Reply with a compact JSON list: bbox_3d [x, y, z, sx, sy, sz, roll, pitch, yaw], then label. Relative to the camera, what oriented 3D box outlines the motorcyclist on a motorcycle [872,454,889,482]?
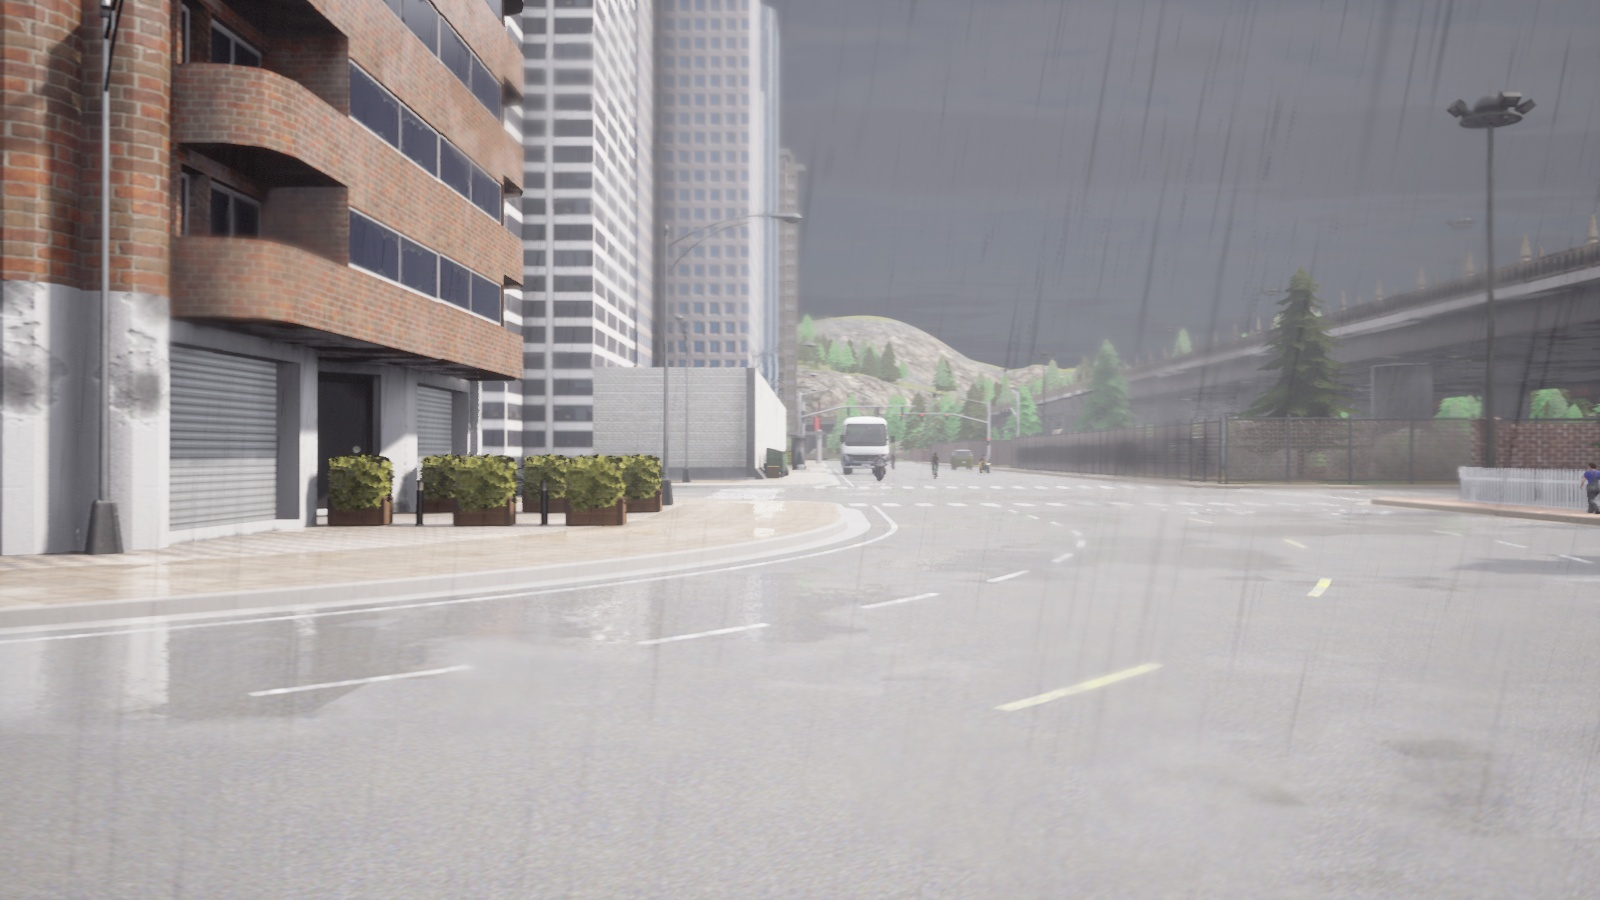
[{"bbox_3d":[4.451,1.001,69.563,0.866,1.530,2.191,0,0,1],"label":"motorcyclist on a motorcycle"}]

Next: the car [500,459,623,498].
[{"bbox_3d":[-8.847,1.046,46.745,4.181,1.385,1.994,0,0,1],"label":"car"}]

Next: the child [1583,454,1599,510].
[{"bbox_3d":[18.156,0.725,28.700,0.270,1.263,0.437,0,0,2],"label":"child"}]

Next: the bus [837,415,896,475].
[{"bbox_3d":[4.834,-0.332,93.480,3.944,4.253,10.273,0,0,1],"label":"bus"}]
